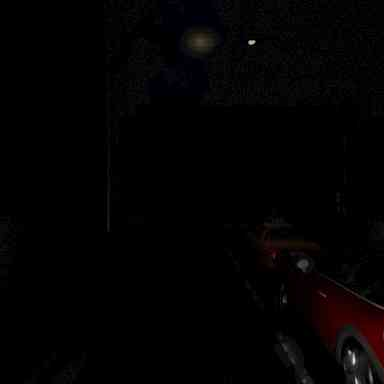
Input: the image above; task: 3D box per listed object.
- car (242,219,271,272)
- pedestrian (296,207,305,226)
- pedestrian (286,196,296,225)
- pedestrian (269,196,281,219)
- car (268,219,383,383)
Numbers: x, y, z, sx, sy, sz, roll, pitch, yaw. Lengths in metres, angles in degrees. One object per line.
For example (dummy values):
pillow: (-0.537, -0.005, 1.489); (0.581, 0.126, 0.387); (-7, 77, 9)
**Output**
car: (2.639, 1.519, 10.597); (1.752, 1.417, 4.829); (0, 0, 0)
pedestrian: (6.765, 1.134, 20.322); (0.375, 1.860, 0.375); (0, 0, 0)
pedestrian: (6.245, 1.127, 20.921); (0.375, 1.860, 0.375); (0, 0, 0)
pedestrian: (5.383, 1.125, 21.522); (0.375, 1.860, 0.375); (0, 0, 0)
car: (2.641, 1.437, 4.989); (1.967, 1.590, 4.097); (0, 0, 0)
